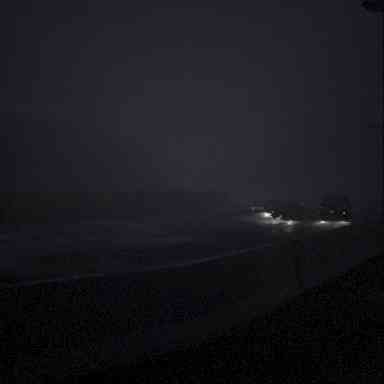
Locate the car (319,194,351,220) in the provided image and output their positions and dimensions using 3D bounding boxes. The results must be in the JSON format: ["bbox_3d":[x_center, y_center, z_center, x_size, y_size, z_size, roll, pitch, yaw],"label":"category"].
[{"bbox_3d":[12.613,1.233,29.154,2.150,2.045,5.566,0,0,30],"label":"car"}]

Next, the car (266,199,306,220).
[{"bbox_3d":[8.548,1.572,29.137,2.033,1.411,5.357,0,0,32],"label":"car"}]

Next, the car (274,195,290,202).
[{"bbox_3d":[18.525,1.382,68.839,1.994,1.385,4.181,0,0,-3],"label":"car"}]

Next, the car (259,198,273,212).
[{"bbox_3d":[9.692,1.529,38.837,2.128,1.511,4.902,0,0,23],"label":"car"}]

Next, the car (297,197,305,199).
[{"bbox_3d":[22.011,1.364,69.149,1.994,1.385,4.181,0,0,-3],"label":"car"}]

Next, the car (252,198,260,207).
[{"bbox_3d":[10.492,1.607,52.707,2.033,1.411,5.357,0,0,12],"label":"car"}]
